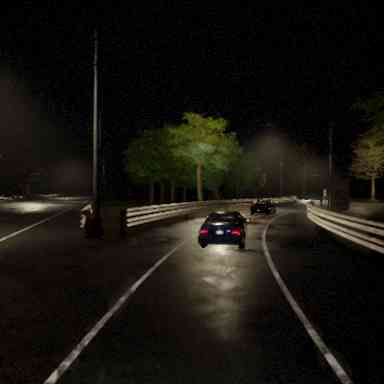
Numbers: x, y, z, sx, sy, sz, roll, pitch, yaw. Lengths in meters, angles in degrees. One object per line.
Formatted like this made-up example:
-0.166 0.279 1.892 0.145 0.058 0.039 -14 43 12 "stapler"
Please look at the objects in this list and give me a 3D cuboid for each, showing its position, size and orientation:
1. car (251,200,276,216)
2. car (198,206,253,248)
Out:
7.133 1.514 33.032 2.128 1.511 4.902 0 0 24 "car"
1.523 1.555 14.891 2.033 1.411 5.357 0 0 11 "car"
